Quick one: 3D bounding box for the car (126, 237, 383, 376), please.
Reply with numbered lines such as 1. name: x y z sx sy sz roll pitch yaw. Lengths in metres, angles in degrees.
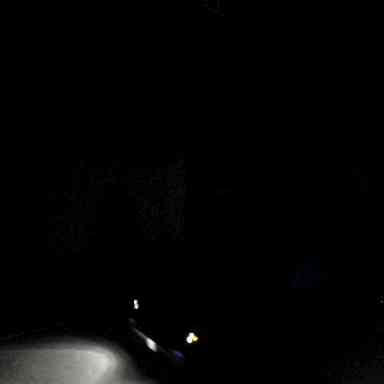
1. car: 1.645 1.547 5.783 5.357 1.411 2.033 0 0 -36
